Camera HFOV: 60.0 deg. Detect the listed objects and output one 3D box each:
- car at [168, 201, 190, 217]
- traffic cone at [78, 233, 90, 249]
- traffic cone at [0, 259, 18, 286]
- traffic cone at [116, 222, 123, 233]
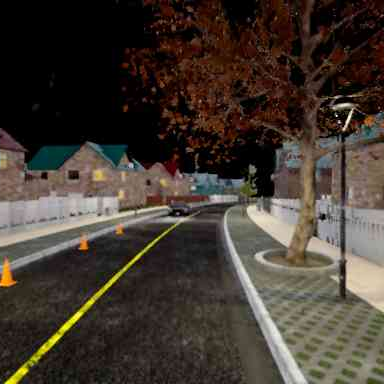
[{"bbox_3d":[-1.227,1.557,32.117,2.033,1.411,5.357,0,0,1],"label":"car"},{"bbox_3d":[-4.257,1.926,13.105,0.340,0.580,0.340,0,0,3],"label":"traffic cone"},{"bbox_3d":[-4.480,1.930,8.061,0.340,0.580,0.340,0,0,2],"label":"traffic cone"},{"bbox_3d":[-3.937,1.927,18.145,0.340,0.580,0.340,0,0,4],"label":"traffic cone"}]
